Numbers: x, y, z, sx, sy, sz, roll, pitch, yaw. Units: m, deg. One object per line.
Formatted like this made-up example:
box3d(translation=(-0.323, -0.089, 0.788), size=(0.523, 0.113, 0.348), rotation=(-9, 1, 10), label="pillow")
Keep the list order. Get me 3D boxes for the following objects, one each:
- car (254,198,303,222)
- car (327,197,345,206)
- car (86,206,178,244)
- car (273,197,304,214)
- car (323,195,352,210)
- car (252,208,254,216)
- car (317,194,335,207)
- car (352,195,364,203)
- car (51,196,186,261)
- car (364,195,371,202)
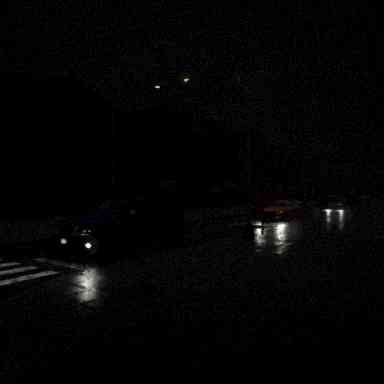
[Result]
box3d(translation=(6.997, 1.419, 26.166), size=(1.882, 1.535, 5.008), rotation=(0, 0, 35), label="car")
box3d(translation=(23.326, 1.498, 53.774), size=(1.947, 1.339, 4.313), rotation=(0, 0, 35), label="car")
box3d(translation=(-2.826, 1.516, 16.618), size=(2.008, 1.369, 4.403), rotation=(0, 0, 35), label="car")
box3d(translation=(10.249, 1.377, 35.196), size=(1.967, 1.590, 4.097), rotation=(0, 0, 35), label="car")
box3d(translation=(18.730, 1.442, 42.673), size=(1.837, 1.490, 4.892), rotation=(0, 0, 35), label="car")
box3d(translation=(6.980, 1.522, 30.551), size=(1.802, 1.307, 4.206), rotation=(0, 0, 35), label="car")
box3d(translation=(20.056, 1.248, 49.129), size=(2.192, 1.841, 5.009), rotation=(0, 0, 35), label="car")
box3d(translation=(33.132, 1.506, 67.708), size=(1.947, 1.339, 4.313), rotation=(0, 0, 35), label="car")
box3d(translation=(-2.460, 1.191, 12.735), size=(2.150, 2.045, 5.566), rotation=(0, 0, 35), label="car")
box3d(translation=(39.571, 1.484, 76.858), size=(1.752, 1.417, 4.829), rotation=(0, 0, 35), label="car")
